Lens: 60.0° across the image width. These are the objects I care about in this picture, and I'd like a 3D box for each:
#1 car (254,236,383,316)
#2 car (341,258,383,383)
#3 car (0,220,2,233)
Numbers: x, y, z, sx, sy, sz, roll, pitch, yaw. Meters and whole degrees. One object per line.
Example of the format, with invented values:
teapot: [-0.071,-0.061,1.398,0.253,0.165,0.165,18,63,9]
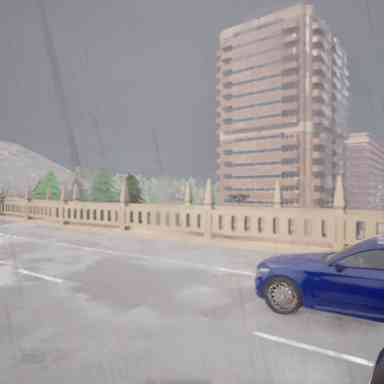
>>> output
car: [3.408,1.526,5.860,4.674,1.442,1.812,0,0,35]
car: [3.508,1.506,1.491,4.892,1.490,1.837,0,0,35]
car: [-11.126,1.527,16.449,4.674,1.442,1.812,0,0,38]
